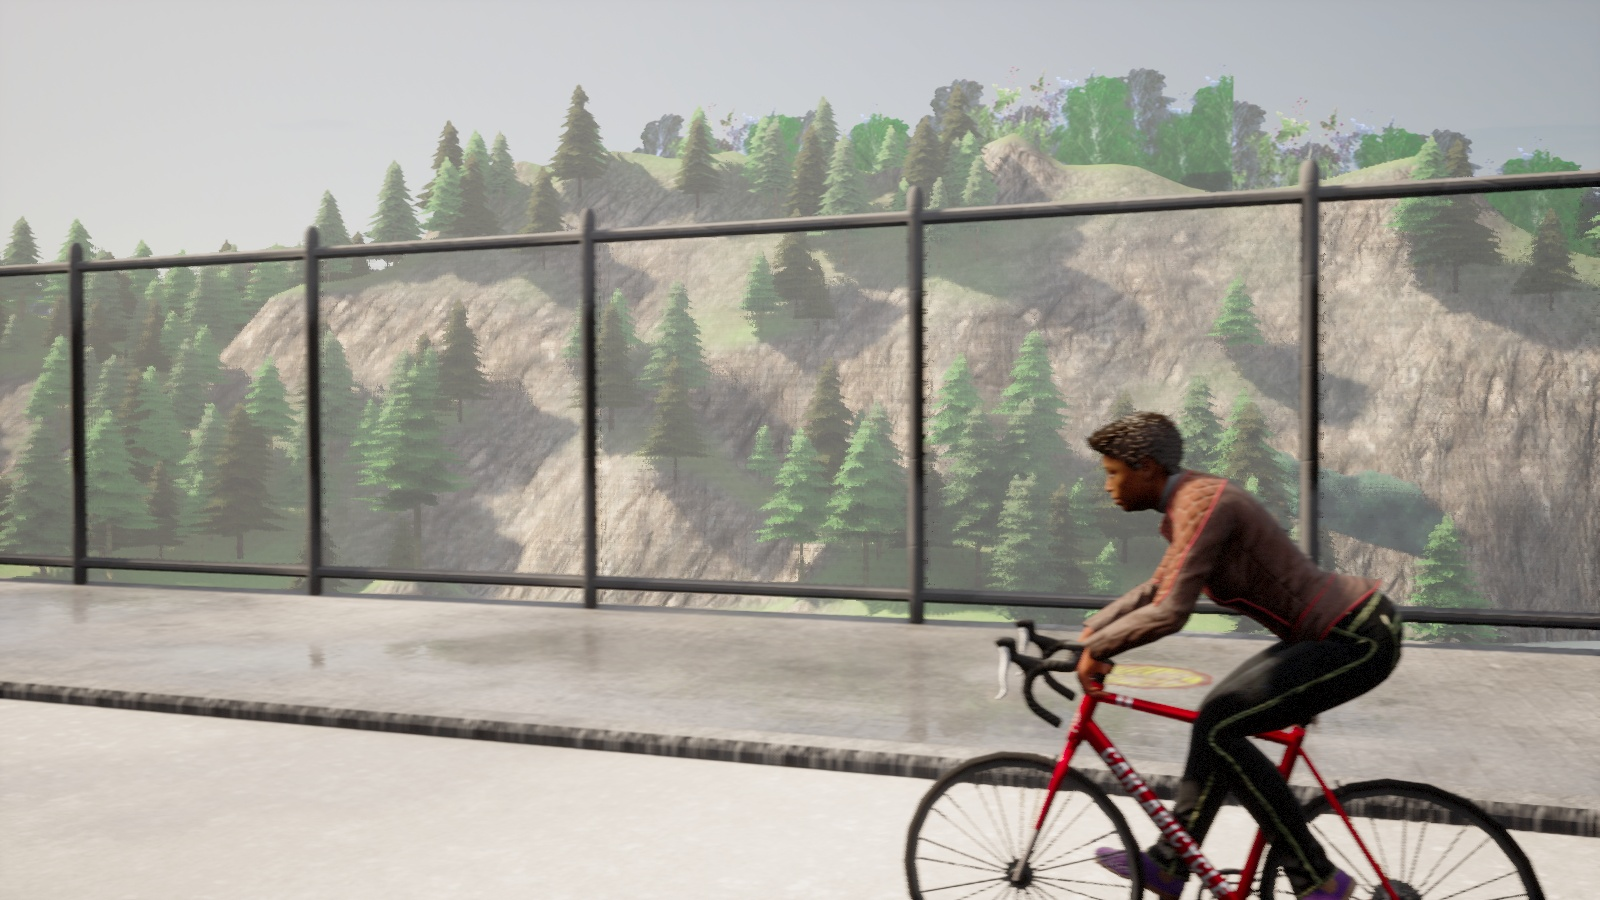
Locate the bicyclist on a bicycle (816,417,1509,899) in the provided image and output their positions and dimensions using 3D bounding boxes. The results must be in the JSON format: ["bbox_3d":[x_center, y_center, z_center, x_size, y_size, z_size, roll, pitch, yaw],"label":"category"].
[{"bbox_3d":[0.923,0.728,3.409,1.656,1.620,0.582,0,1,19],"label":"bicyclist on a bicycle"}]
